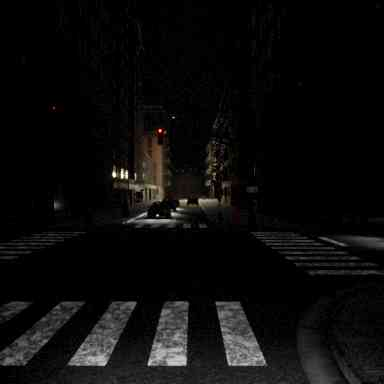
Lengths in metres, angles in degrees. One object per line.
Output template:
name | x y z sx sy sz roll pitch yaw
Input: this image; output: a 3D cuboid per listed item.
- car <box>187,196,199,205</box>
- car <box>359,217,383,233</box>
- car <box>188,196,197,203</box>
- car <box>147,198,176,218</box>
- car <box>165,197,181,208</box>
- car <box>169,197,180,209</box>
car | 0.110 1.455 57.165 1.882 1.535 5.008 0 0 0
car | 11.637 1.554 17.861 4.829 1.417 1.752 0 0 0
car | 0.112 1.490 69.958 1.812 1.442 4.674 0 0 0
car | -2.840 1.541 30.166 2.033 1.411 5.357 0 0 0
car | -2.835 1.474 50.189 2.128 1.511 4.902 0 0 0
car | -2.835 1.481 39.988 2.128 1.511 4.902 0 0 0
